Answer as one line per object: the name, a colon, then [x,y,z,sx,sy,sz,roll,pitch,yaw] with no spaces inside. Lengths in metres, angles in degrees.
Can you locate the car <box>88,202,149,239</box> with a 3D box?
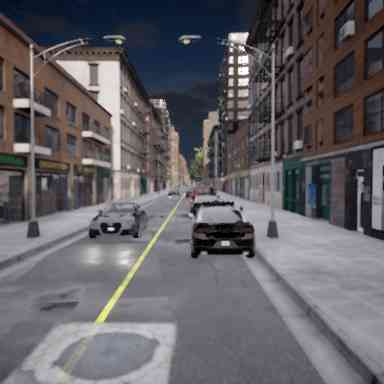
car: [-3.096,1.166,14.662,1.994,1.385,4.181,0,2,0]

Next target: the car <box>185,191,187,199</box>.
car: [0.021,0.209,49.218,1.837,1.490,4.892,0,1,0]

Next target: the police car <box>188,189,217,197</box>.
police car: [0.905,0.846,21.524,1.930,1.638,5.238,0,2,0]

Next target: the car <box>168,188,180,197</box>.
car: [-3.031,0.060,57.375,1.994,1.385,4.181,0,2,1]

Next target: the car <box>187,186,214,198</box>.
car: [0.906,0.491,27.438,2.150,2.045,5.566,0,1,0]

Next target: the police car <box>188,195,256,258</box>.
police car: [0.902,1.110,11.528,1.930,1.638,5.238,0,2,0]

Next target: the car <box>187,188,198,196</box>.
car: [0.013,-0.080,62.961,1.994,1.385,4.181,0,1,0]
